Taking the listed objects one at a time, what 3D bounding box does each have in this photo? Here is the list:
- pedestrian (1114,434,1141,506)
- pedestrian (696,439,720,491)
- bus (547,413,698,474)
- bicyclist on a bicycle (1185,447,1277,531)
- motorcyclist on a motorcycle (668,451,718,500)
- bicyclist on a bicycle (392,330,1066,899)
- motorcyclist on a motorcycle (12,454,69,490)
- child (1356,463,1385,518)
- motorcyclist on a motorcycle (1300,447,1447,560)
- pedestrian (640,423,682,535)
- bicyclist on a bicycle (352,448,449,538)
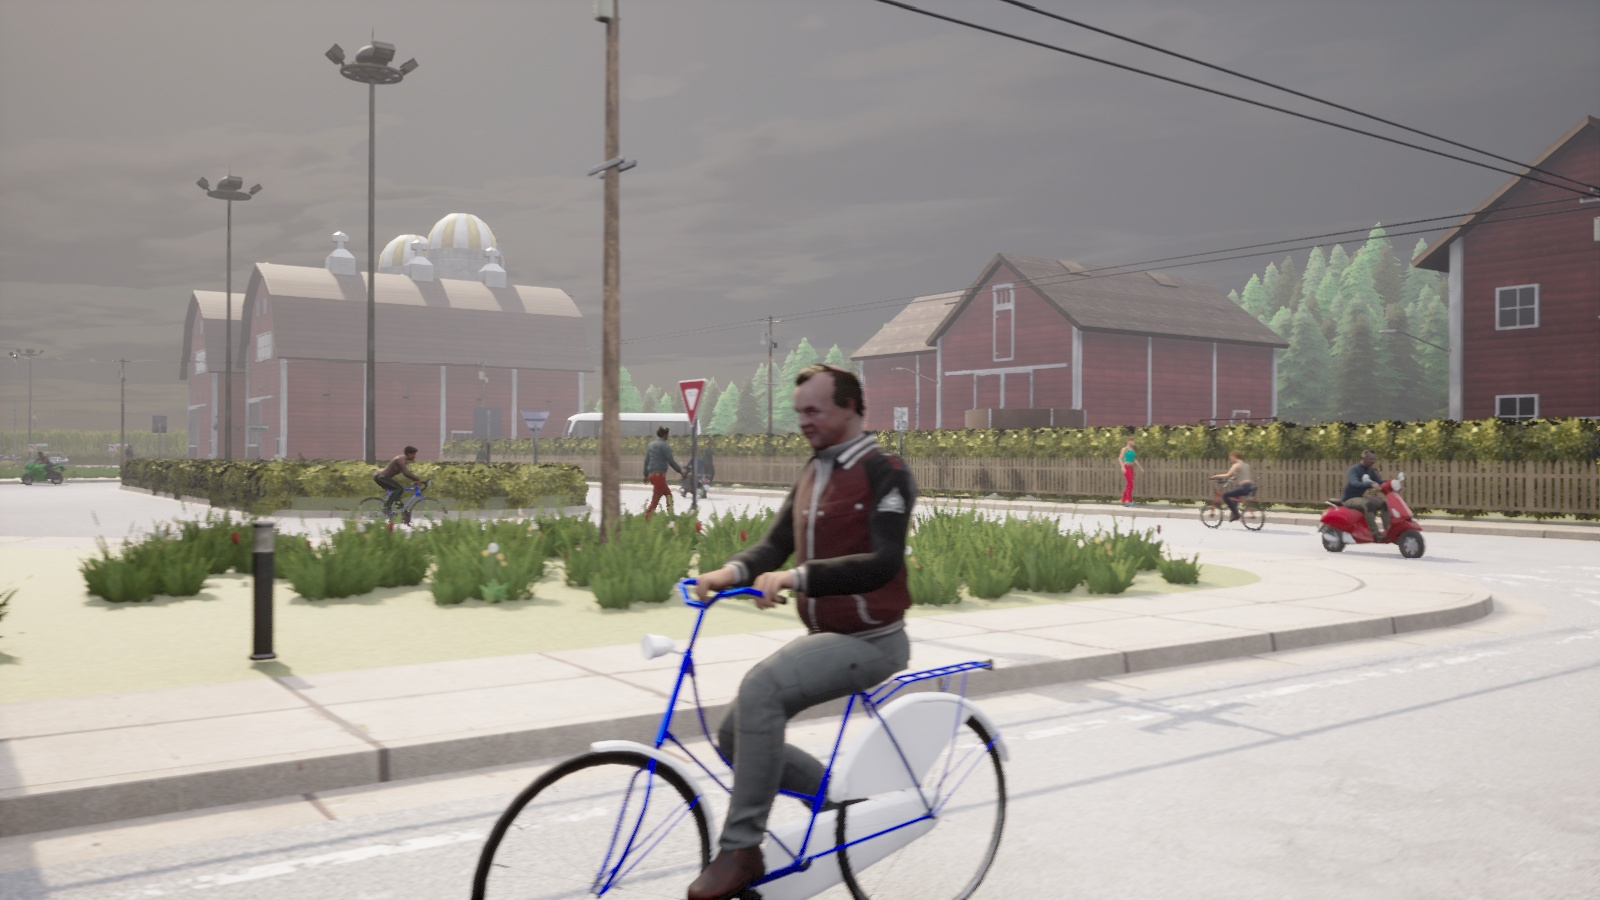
[{"bbox_3d":[8.391,0.502,32.160,0.345,1.836,0.594,0,0,-38],"label":"pedestrian"},{"bbox_3d":[-3.496,0.565,47.728,0.788,1.949,0.423,0,0,36],"label":"pedestrian"},{"bbox_3d":[-12.751,-0.467,89.984,10.273,4.253,3.944,0,0,-17],"label":"bus"},{"bbox_3d":[8.579,0.759,25.050,0.866,1.612,1.509,0,0,-35],"label":"bicyclist on a bicycle"},{"bbox_3d":[-3.598,0.844,42.191,0.866,1.590,1.817,0,0,-35],"label":"motorcyclist on a motorcycle"},{"bbox_3d":[-0.131,0.627,3.577,1.843,1.776,0.659,0,0,-35],"label":"bicyclist on a bicycle"},{"bbox_3d":[-33.220,0.940,54.948,0.797,1.523,2.044,1,0,21],"label":"motorcyclist on a motorcycle"},{"bbox_3d":[12.173,0.861,26.783,0.299,1.160,0.473,0,0,-40],"label":"child"},{"bbox_3d":[8.528,0.755,18.747,0.866,1.590,1.817,-1,0,-29],"label":"motorcyclist on a motorcycle"},{"bbox_3d":[-2.321,0.476,21.003,0.614,1.847,0.353,0,0,-37],"label":"pedestrian"},{"bbox_3d":[-7.305,0.782,23.027,1.656,1.620,0.582,0,-1,-15],"label":"bicyclist on a bicycle"}]
